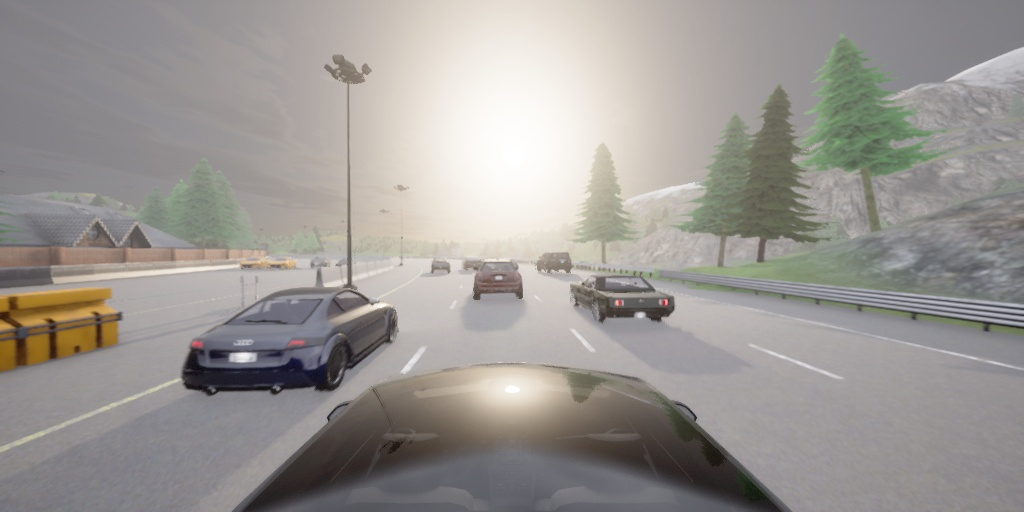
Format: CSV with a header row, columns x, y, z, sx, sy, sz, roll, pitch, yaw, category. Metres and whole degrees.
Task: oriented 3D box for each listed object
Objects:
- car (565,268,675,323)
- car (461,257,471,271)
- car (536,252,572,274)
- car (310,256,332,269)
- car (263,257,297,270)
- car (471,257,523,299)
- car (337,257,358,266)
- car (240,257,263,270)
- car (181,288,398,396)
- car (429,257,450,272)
x,y,z,sx,sy,sz,roll,pitch,yaw,category
3.230,1.233,11.636,1.895,1.301,4.718,0,1,-4,car
-4.606,0.810,40.553,1.882,1.535,5.008,0,1,-14,car
3.931,0.604,34.243,2.150,2.045,5.566,0,1,-11,car
-24.651,0.811,46.323,2.128,1.511,4.902,0,1,-17,car
-27.159,0.845,42.546,1.882,1.535,5.008,0,0,-16,car
-0.764,0.932,17.186,2.097,1.767,4.553,0,1,-6,car
-20.514,0.873,44.822,2.033,1.411,5.357,0,1,-16,car
-31.095,0.844,43.483,1.882,1.535,5.008,0,1,-17,car
-3.576,1.269,6.672,1.994,1.385,4.181,0,1,-2,car
-7.428,0.871,37.032,2.128,1.511,4.902,0,1,-13,car
